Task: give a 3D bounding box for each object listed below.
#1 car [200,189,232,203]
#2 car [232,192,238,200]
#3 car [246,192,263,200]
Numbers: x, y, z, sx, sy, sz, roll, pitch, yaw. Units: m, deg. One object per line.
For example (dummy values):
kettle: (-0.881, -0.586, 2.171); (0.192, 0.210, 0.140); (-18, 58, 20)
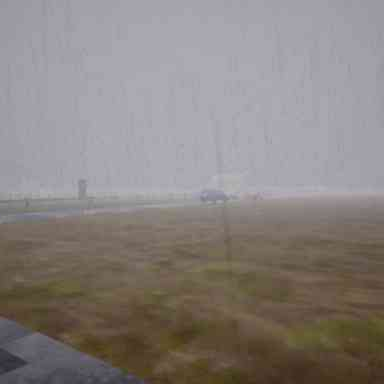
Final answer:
car: (3.388, 0.601, 50.641); (2.150, 2.045, 5.566); (0, 1, 34)
car: (6.692, 0.761, 60.445); (1.812, 1.442, 4.674); (0, 1, 34)
car: (11.770, 0.671, 63.048); (1.812, 1.442, 4.674); (0, 1, 34)
